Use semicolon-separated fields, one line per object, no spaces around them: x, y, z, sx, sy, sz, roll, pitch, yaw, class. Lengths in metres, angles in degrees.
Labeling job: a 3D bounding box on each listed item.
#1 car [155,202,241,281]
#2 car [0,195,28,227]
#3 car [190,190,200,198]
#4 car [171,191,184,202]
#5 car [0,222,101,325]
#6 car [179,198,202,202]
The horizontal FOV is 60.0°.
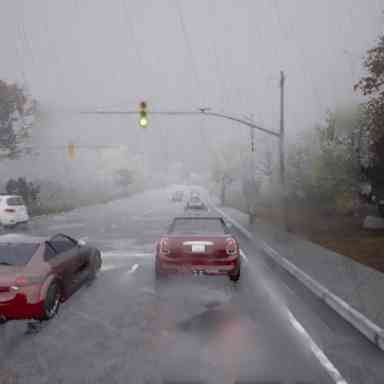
0.159;1.351;9.970;2.097;1.767;4.553;0;0;0;car
-12.446;1.218;19.079;5.566;2.045;2.150;0;0;0;car
0.523;1.020;64.444;1.812;1.442;4.674;0;3;1;car
-2.977;1.058;64.477;1.994;1.385;4.181;0;3;1;car
-3.394;1.563;7.243;1.994;1.385;4.181;0;0;-1;car
0.289;1.489;26.705;2.128;1.511;4.902;0;0;0;car
